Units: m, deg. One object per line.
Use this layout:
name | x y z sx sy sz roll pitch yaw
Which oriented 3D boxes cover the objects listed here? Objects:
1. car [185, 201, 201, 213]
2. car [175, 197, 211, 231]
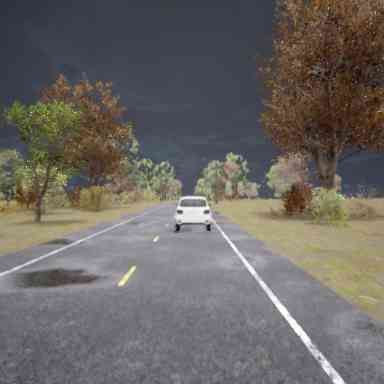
car | 0.087 1.815 41.321 1.895 1.301 4.718 0 0 0
car | 0.096 1.317 21.741 2.150 2.045 5.566 0 0 0
